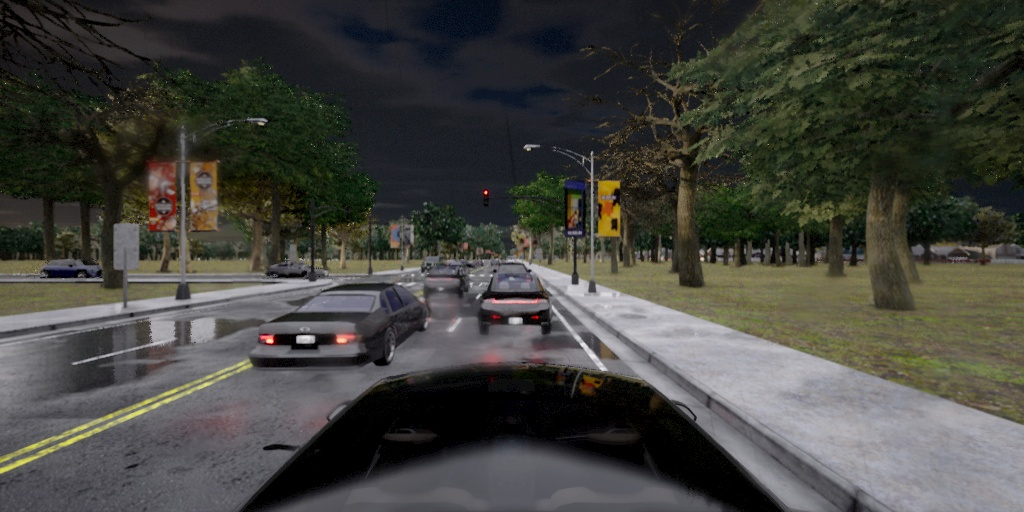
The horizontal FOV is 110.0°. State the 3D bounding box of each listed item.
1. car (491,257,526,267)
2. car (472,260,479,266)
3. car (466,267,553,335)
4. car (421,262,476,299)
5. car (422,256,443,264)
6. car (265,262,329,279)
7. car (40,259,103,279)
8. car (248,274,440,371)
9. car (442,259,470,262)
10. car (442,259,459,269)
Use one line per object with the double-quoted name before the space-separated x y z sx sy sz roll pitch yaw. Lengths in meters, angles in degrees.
"car" 0.019 1.115 19.470 2.097 1.767 4.553 0 0 0
"car" -6.726 1.405 55.945 1.895 1.301 4.718 0 0 0
"car" 0.080 1.247 10.496 2.128 1.511 4.902 0 0 0
"car" -3.179 1.253 18.130 2.128 1.511 4.902 0 0 -2
"car" -9.944 1.011 45.537 2.150 2.045 5.566 0 0 0
"car" -17.805 1.246 29.814 4.902 1.511 2.128 0 0 3
"car" -36.063 1.084 29.920 4.553 1.767 2.097 0 0 0
"car" -3.153 1.301 7.895 2.033 1.411 5.357 0 0 -1
"car" -6.703 1.335 43.750 2.033 1.411 5.357 0 0 0
"car" -9.973 1.286 58.670 1.882 1.535 5.008 0 0 0
